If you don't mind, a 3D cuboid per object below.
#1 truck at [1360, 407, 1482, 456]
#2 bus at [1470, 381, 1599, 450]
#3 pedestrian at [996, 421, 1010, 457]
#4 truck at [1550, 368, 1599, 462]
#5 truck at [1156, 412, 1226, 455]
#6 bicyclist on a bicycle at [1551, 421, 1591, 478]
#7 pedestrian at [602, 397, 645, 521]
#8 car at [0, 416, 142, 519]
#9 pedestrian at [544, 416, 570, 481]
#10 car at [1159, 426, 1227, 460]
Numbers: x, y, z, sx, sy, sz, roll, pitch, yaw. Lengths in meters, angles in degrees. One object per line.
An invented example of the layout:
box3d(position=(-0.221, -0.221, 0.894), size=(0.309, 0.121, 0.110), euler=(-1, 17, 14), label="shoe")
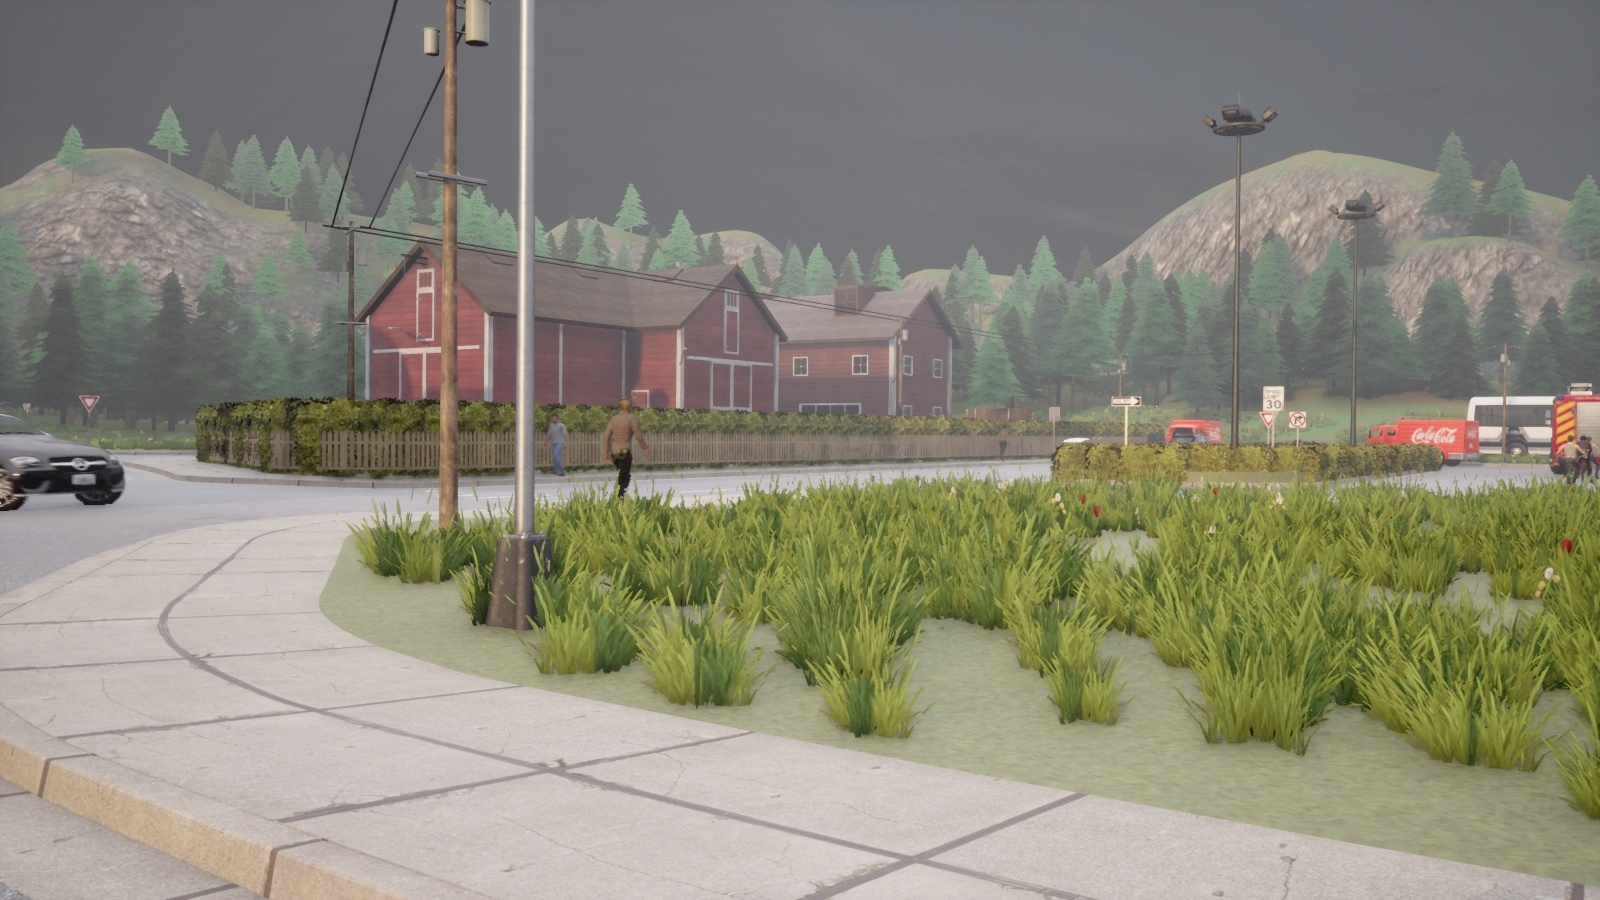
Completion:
box3d(position=(33.080, -0.969, 66.971), size=(2.627, 2.467, 5.204), euler=(-1, 1, -43), label="truck")
box3d(position=(48.732, -2.178, 79.994), size=(10.273, 4.253, 3.944), euler=(0, 1, 34), label="bus")
box3d(position=(10.095, -0.556, 62.489), size=(0.328, 1.805, 0.869), euler=(0, 1, 33), label="pedestrian")
box3d(position=(34.606, -1.498, 55.068), size=(2.891, 3.827, 8.468), euler=(0, 1, 30), label="truck")
box3d(position=(23.565, -0.999, 75.545), size=(2.627, 2.467, 5.204), euler=(0, 1, 34), label="truck")
box3d(position=(22.241, -0.028, 36.216), size=(0.866, 1.612, 1.509), euler=(0, 1, 36), label="bicyclist on a bicycle")
box3d(position=(-2.685, 0.132, 19.115), size=(0.331, 1.846, 0.634), euler=(0, 1, 27), label="pedestrian")
box3d(position=(-14.275, 0.258, 21.823), size=(5.027, 1.651, 2.152), euler=(0, 1, 19), label="car")
box3d(position=(-6.962, -0.040, 35.988), size=(0.354, 1.836, 0.706), euler=(0, 1, 28), label="pedestrian")
box3d(position=(20.078, -0.393, 64.025), size=(2.033, 1.649, 4.856), euler=(0, 1, 34), label="car")
